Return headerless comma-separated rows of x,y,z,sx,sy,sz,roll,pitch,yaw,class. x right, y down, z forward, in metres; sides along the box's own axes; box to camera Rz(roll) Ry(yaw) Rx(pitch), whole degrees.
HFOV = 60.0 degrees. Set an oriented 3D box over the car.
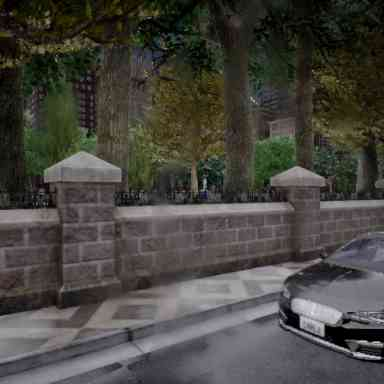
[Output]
3.570,1.490,5.779,4.902,1.511,2.128,0,0,-35,car
